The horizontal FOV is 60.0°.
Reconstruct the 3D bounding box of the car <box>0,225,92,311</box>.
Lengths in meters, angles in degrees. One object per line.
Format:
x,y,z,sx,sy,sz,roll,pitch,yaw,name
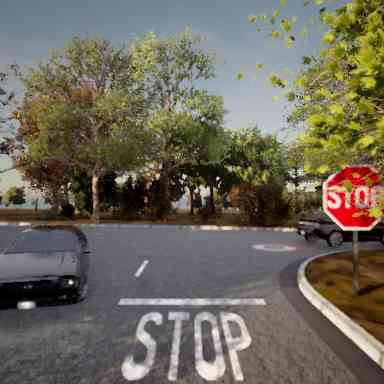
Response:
-3.528,1.575,8.300,2.033,1.411,5.357,0,0,-15,car

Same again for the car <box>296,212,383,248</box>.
7.248,1.675,15.398,4.902,1.511,2.128,2,-1,-16,car
